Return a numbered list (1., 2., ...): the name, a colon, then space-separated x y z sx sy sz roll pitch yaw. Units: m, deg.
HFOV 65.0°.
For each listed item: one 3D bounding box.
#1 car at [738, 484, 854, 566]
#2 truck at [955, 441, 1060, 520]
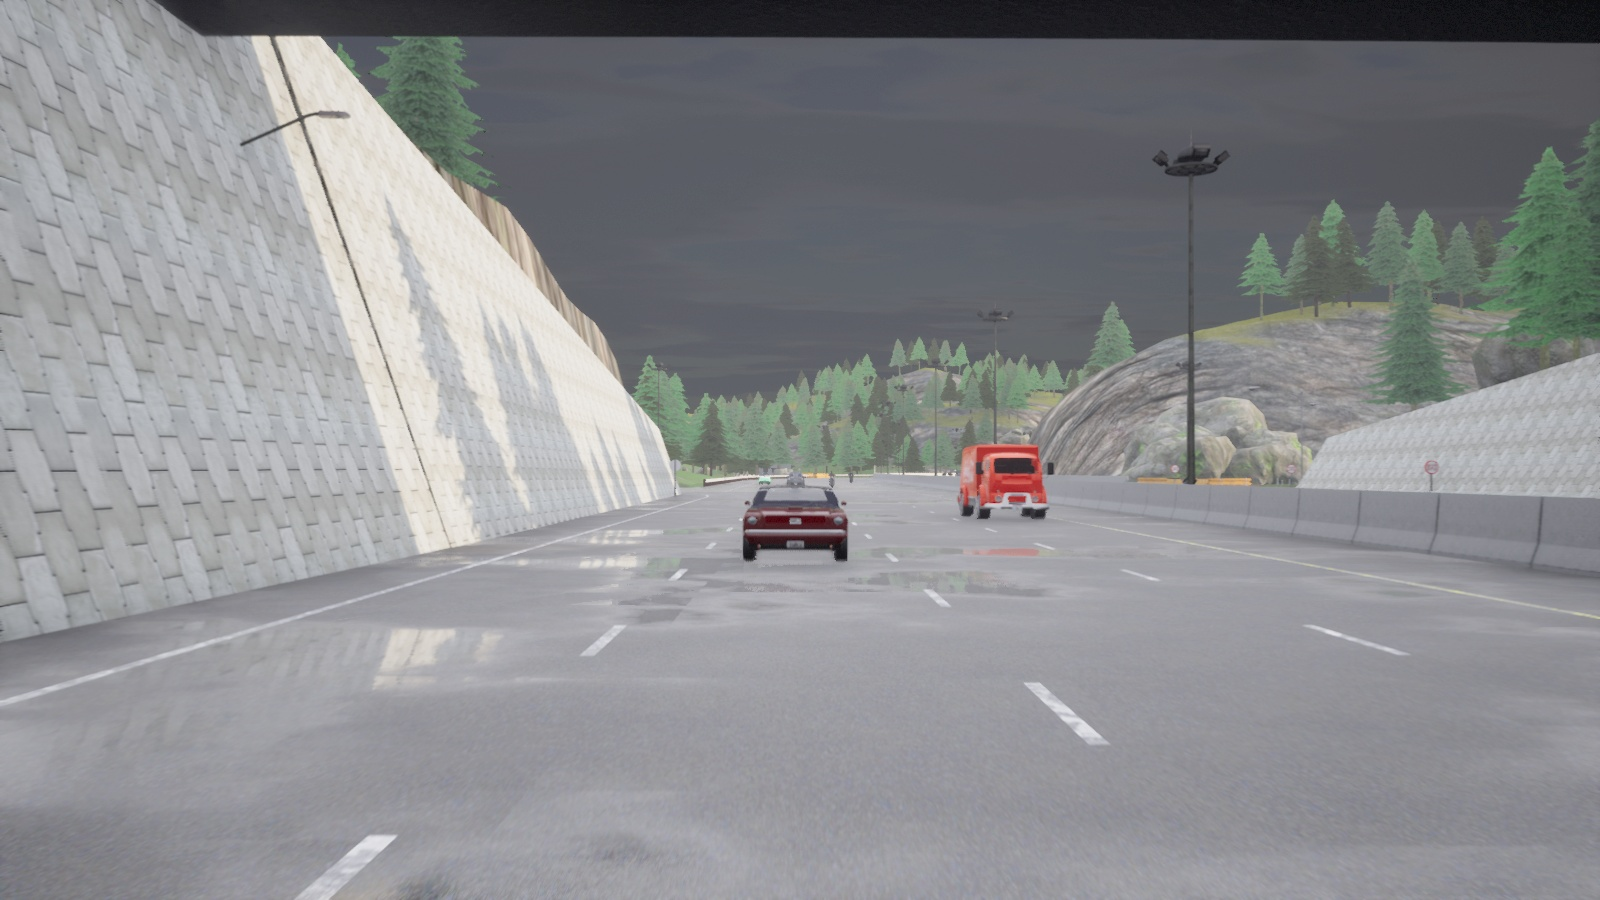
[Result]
1. car: -0.072 1.301 23.053 1.895 1.301 4.718 0 -1 0
2. truck: 6.861 1.005 42.106 2.627 2.467 5.204 0 -1 0
